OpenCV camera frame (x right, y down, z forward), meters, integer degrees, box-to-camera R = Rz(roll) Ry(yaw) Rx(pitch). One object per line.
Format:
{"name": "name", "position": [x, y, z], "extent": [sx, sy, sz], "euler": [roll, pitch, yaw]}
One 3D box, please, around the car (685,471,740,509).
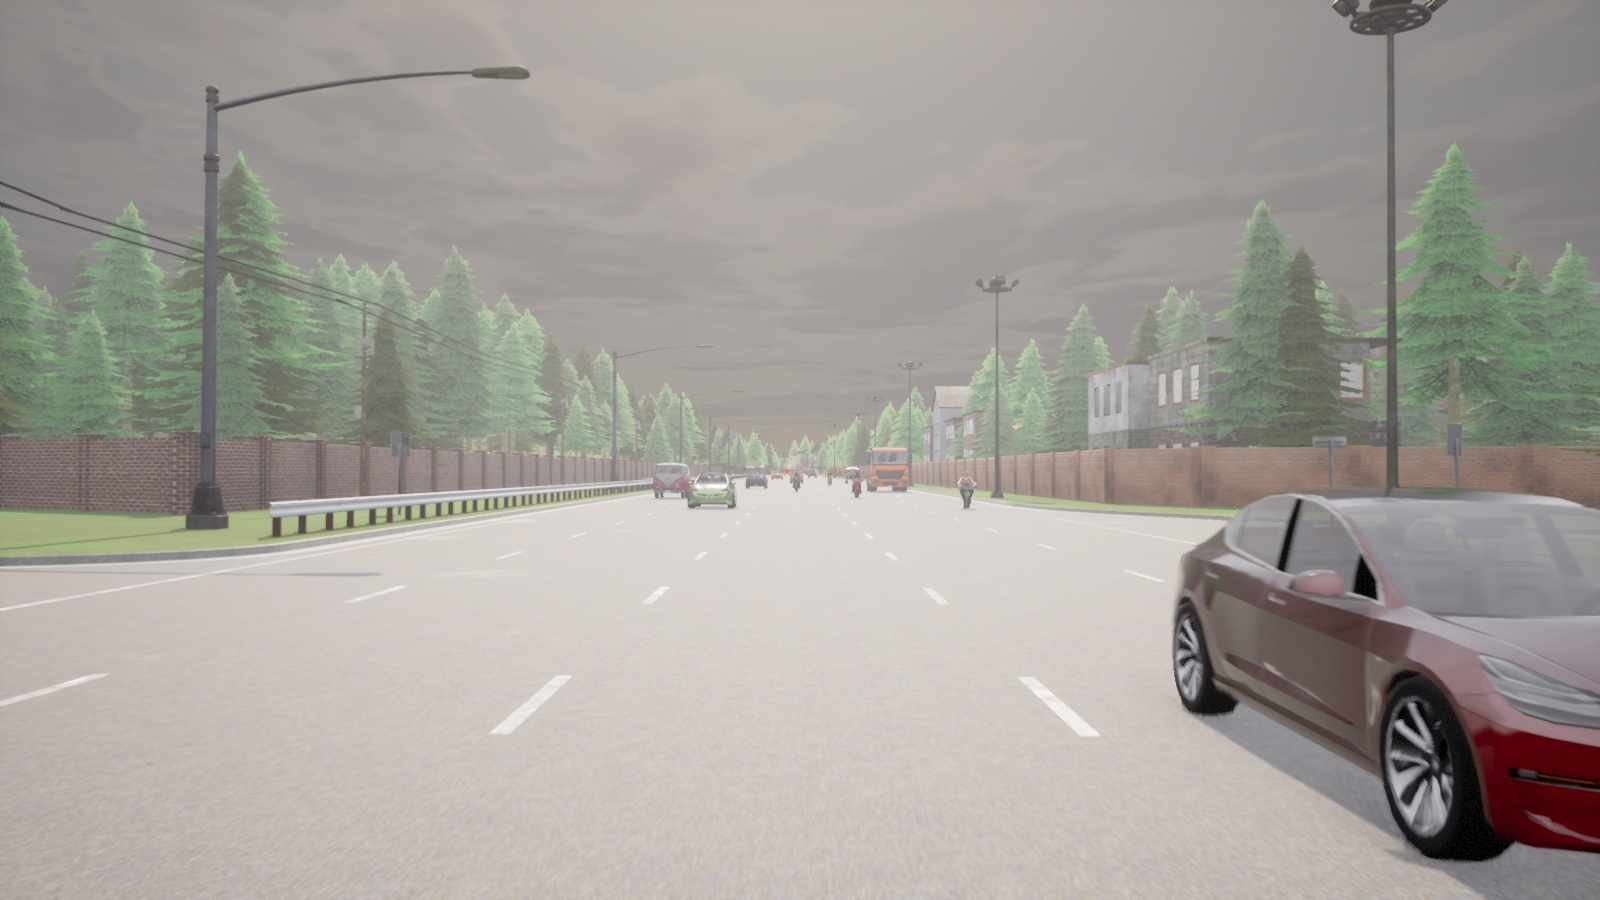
{"name": "car", "position": [-3.631, 1.660, 52.809], "extent": [2.007, 1.525, 4.514], "euler": [0, -1, 0]}

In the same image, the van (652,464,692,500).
{"name": "van", "position": [-7.176, 1.778, 70.611], "extent": [1.775, 1.987, 4.442], "euler": [0, -1, 0]}

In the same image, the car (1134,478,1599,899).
{"name": "car", "position": [3.483, 0.911, 6.587], "extent": [2.163, 1.488, 4.792], "euler": [0, -1, 0]}

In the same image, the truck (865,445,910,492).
{"name": "truck", "position": [6.754, 1.443, 97.824], "extent": [2.891, 3.462, 7.936], "euler": [0, -1, 0]}
